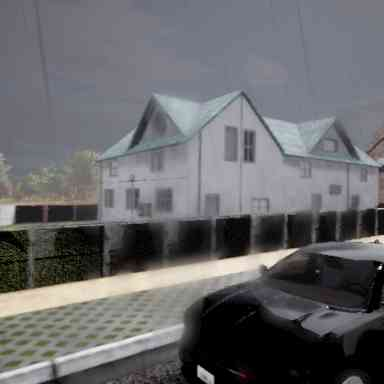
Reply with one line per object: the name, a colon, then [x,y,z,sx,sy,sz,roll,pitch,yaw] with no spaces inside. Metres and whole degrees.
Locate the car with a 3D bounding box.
car: [2.160,1.488,4.616,5.008,1.535,1.882,0,0,-36]
